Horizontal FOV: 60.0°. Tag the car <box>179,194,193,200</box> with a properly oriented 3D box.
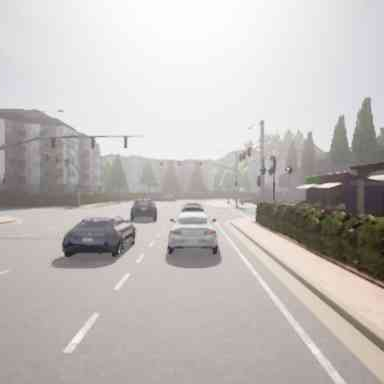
[{"bbox_3d":[-1.629,1.336,90.838,1.994,1.385,4.181,0,0,35],"label":"car"}]

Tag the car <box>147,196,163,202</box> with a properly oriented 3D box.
[{"bbox_3d":[-8.494,1.589,76.657,1.895,1.301,4.718,0,0,15],"label":"car"}]

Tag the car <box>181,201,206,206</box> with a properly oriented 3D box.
[{"bbox_3d":[0.092,1.504,27.942,1.837,1.490,4.892,0,0,1],"label":"car"}]

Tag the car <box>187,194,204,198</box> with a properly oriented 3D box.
[{"bbox_3d":[1.242,1.150,88.836,2.097,1.767,4.553,0,0,35],"label":"car"}]

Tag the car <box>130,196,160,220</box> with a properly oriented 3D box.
[{"bbox_3d":[-4.097,1.349,27.758,2.097,1.767,4.553,0,0,-10],"label":"car"}]

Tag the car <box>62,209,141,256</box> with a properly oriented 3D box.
[{"bbox_3d":[-3.455,1.564,13.079,1.994,1.385,4.181,0,0,1],"label":"car"}]

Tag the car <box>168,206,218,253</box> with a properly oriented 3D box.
[{"bbox_3d":[0.048,1.524,13.554,1.812,1.442,4.674,0,0,1],"label":"car"}]

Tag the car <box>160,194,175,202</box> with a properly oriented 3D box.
[{"bbox_3d":[-5.442,1.350,74.673,2.097,1.767,4.553,0,0,15],"label":"car"}]
